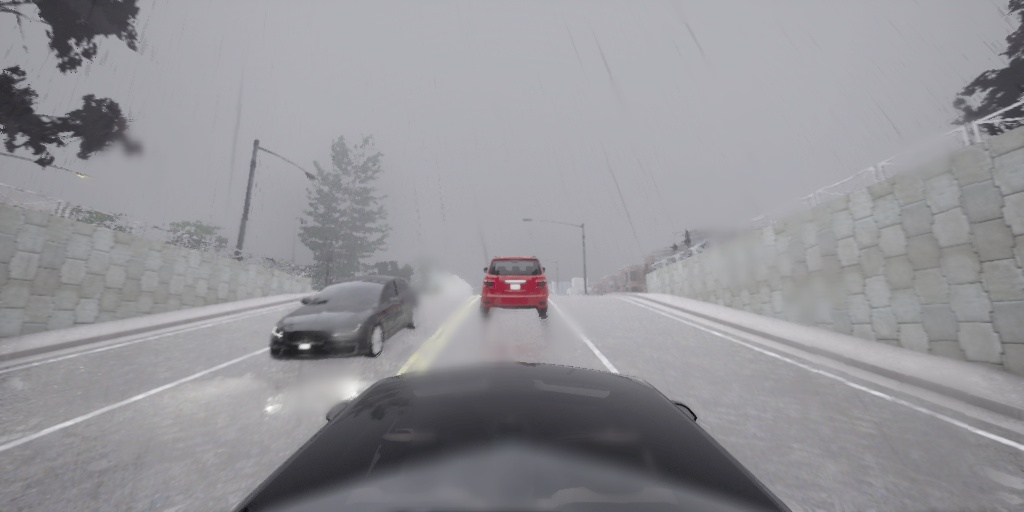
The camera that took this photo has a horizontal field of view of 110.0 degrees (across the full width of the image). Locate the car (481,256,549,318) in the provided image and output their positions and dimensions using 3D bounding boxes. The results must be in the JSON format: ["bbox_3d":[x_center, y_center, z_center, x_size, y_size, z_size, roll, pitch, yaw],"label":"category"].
[{"bbox_3d":[0.100,1.014,13.340,2.150,2.045,5.566,0,0,0],"label":"car"}]

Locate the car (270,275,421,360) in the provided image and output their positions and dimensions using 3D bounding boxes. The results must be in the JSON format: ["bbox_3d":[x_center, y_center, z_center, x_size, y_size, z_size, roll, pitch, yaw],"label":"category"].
[{"bbox_3d":[-3.571,1.276,8.630,1.837,1.490,4.892,0,1,0],"label":"car"}]
